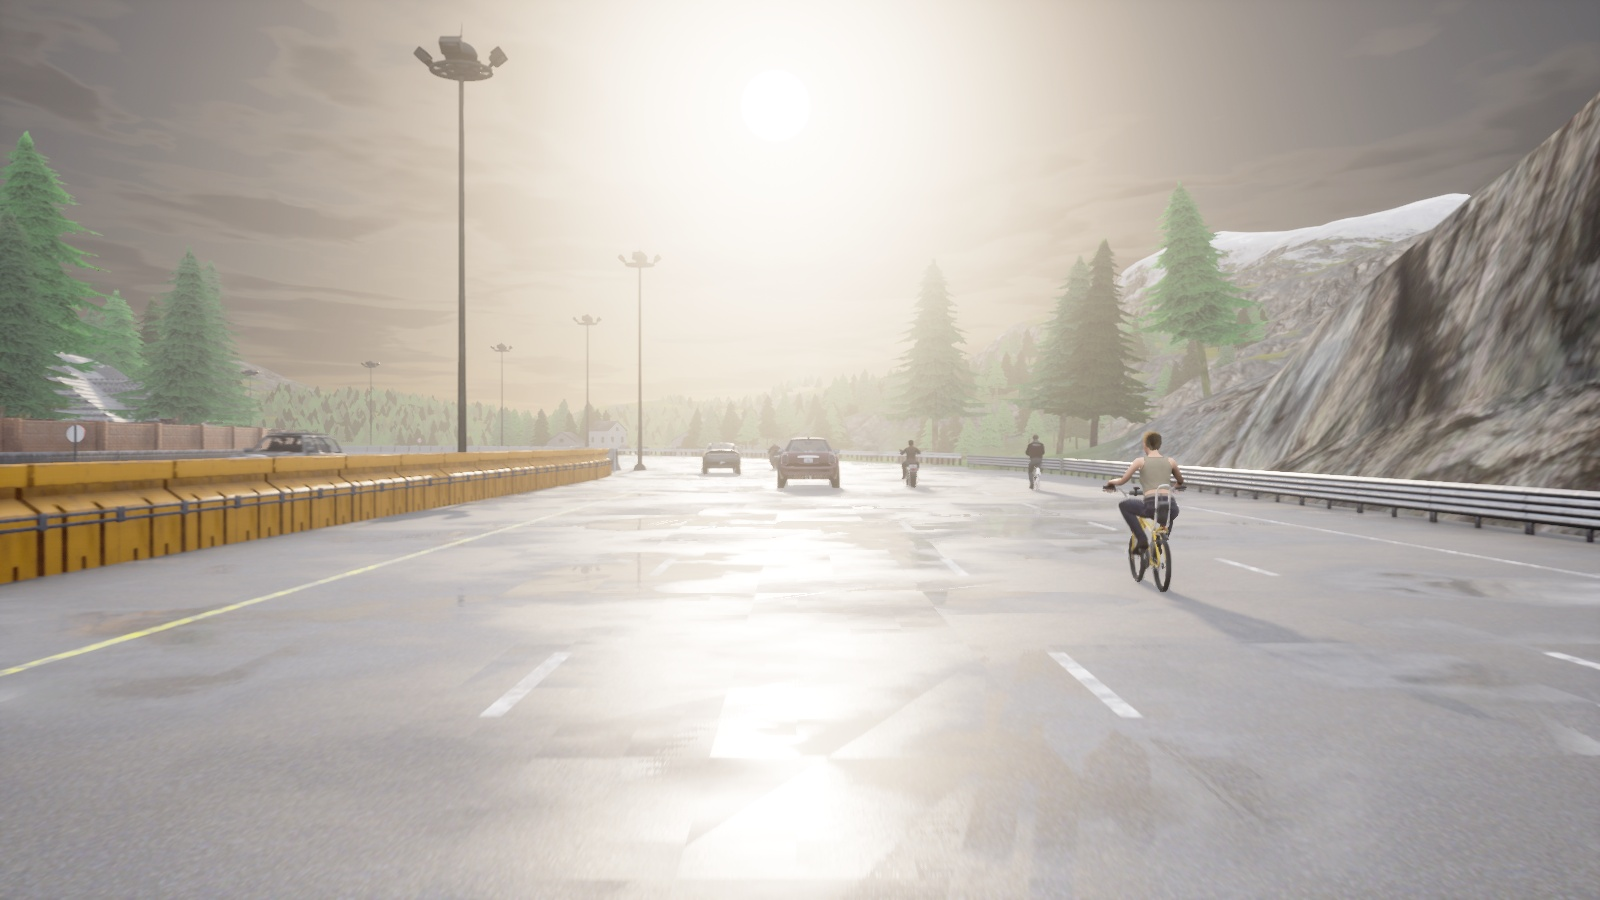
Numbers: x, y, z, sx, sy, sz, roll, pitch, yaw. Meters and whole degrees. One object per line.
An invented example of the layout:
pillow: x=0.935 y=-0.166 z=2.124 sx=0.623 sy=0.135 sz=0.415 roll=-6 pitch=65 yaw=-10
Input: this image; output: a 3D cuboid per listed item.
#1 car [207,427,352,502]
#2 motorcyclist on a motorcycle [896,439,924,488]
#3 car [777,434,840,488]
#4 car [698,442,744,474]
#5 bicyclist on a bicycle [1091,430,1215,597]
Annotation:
car: x=-13.779 y=0.365 z=33.544 sx=1.932 sy=1.855 sz=4.605 roll=0 pitch=0 yaw=0
motorcyclist on a motorcycle: x=3.789 y=0.456 z=43.250 sx=0.766 sy=1.649 sz=2.350 roll=0 pitch=0 yaw=0
car: x=0.293 y=0.357 z=43.943 sx=2.097 sy=1.767 sz=4.553 roll=0 pitch=0 yaw=0
car: x=-3.940 y=0.349 z=62.147 sx=2.128 sy=1.511 sz=4.902 roll=0 pitch=0 yaw=-5
bicyclist on a bicycle: x=3.586 y=0.613 z=12.888 sx=0.866 sy=1.612 sz=1.509 roll=0 pitch=0 yaw=1
